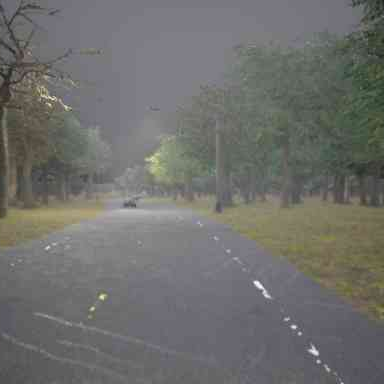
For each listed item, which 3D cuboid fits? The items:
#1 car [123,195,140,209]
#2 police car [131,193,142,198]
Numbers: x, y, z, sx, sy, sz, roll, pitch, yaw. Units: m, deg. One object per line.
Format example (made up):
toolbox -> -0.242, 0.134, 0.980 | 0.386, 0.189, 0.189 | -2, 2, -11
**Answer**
car -> -8.283, 1.494, 44.237 | 1.895, 1.301, 4.718 | 0, 0, -11
police car -> -14.530, 1.380, 85.294 | 1.930, 1.638, 5.238 | 0, 0, -13
